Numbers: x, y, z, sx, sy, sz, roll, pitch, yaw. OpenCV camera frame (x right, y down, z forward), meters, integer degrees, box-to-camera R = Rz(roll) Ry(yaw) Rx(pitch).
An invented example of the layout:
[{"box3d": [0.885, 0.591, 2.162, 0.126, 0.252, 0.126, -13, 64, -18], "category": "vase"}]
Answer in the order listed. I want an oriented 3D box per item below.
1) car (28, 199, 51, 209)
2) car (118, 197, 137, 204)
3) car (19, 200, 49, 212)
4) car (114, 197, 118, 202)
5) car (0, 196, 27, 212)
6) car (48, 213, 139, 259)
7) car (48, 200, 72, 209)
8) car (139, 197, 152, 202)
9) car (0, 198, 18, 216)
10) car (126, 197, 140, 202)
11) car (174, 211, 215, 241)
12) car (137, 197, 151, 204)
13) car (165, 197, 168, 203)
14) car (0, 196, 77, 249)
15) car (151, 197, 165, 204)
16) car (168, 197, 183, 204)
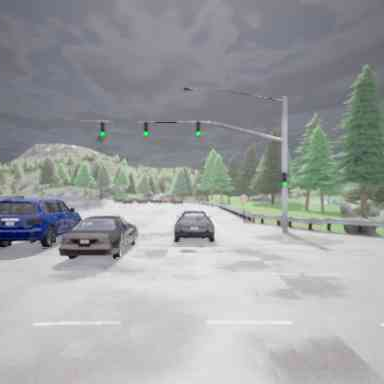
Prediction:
[{"box3d": [-24.530, 1.926, 53.614, 1.994, 1.385, 4.181, 0, 0, -3], "category": "car"}, {"box3d": [-14.846, 2.031, 76.547, 2.128, 1.511, 4.902, 0, 0, -22], "category": "car"}, {"box3d": [-20.963, 1.863, 44.404, 1.994, 1.385, 4.181, 0, 0, 0], "category": "car"}, {"box3d": [-18.796, 1.933, 86.032, 2.128, 1.511, 4.902, 0, 0, -30], "category": "car"}, {"box3d": [-24.463, 1.523, 44.465, 2.150, 2.045, 5.566, 0, 0, 0], "category": "car"}, {"box3d": [-3.388, 1.632, 13.011, 2.033, 1.411, 5.357, 0, 0, 0], "category": "car"}, {"box3d": [-21.012, 1.958, 53.032, 1.895, 1.301, 4.718, 0, 0, 0], "category": "car"}, {"box3d": [-12.497, 1.977, 89.084, 1.994, 1.385, 4.181, 0, 0, -30], "category": "car"}, {"box3d": [-20.970, 1.594, 35.845, 2.097, 1.767, 4.553, 0, 0, 0], "category": "car"}, {"box3d": [-15.646, 1.956, 87.558, 2.033, 1.411, 5.357, 0, 0, -30], "category": "car"}, {"box3d": [0.115, 1.675, 17.415, 1.994, 1.385, 4.181, 0, 0, 0], "category": "car"}, {"box3d": [-11.666, 2.040, 78.042, 1.812, 1.442, 4.674, 0, 0, -22], "category": "car"}, {"box3d": [-6.559, 2.039, 84.435, 1.882, 1.535, 5.008, 0, 0, -26], "category": "car"}, {"box3d": [-6.887, 1.322, 15.312, 2.150, 2.045, 5.566, 0, 0, 0], "category": "car"}, {"box3d": [-8.565, 2.118, 79.722, 1.895, 1.301, 4.718, 0, 0, -22], "category": "car"}, {"box3d": [-3.372, 2.049, 74.896, 1.994, 1.385, 4.181, 0, 0, -18], "category": "car"}]
